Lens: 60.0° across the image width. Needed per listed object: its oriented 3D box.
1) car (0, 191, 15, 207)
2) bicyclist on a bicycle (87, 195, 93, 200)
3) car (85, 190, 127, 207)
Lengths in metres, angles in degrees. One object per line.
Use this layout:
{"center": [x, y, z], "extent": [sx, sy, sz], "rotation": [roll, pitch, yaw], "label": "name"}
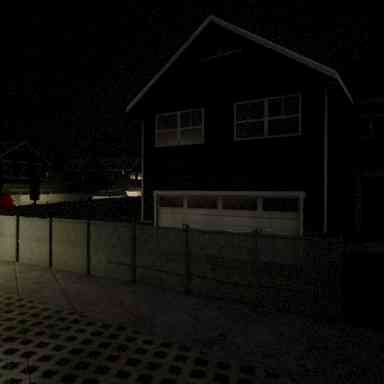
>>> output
{"center": [-15.377, 0.990, 23.382], "extent": [2.150, 2.045, 5.566], "rotation": [0, 1, 26], "label": "car"}
{"center": [-7.784, 1.047, 25.400], "extent": [1.656, 1.620, 0.582], "rotation": [0, 1, 27], "label": "bicyclist on a bicycle"}
{"center": [-9.194, 0.804, 36.100], "extent": [2.150, 2.045, 5.566], "rotation": [0, 2, 25], "label": "car"}
